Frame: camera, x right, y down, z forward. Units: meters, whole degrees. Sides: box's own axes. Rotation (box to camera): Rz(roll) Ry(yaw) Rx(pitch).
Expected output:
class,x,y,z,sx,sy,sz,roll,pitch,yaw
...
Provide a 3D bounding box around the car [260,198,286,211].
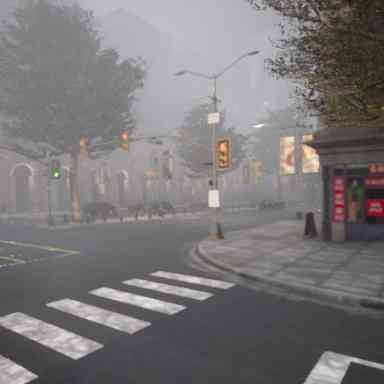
class,x,y,z,sx,sy,sz,roll,pitch,yaw
car,10.735,1.535,44.049,2.097,1.767,4.553,-1,0,36

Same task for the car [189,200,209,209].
class,x,y,z,sx,sy,sz,roll,pitch,yaw
car,1.483,1.911,51.199,1.895,1.301,4.718,-1,0,36

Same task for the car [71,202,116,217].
class,x,y,z,sx,sy,sz,roll,pitch,yaw
car,-10.267,1.816,34.926,1.837,1.490,4.892,-1,0,36

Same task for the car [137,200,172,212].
class,x,y,z,sx,sy,sz,roll,pitch,yaw
car,-4.419,1.836,43.010,1.812,1.442,4.674,-1,0,36

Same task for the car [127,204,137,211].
class,x,y,z,sx,sy,sz,roll,pitch,yaw
car,-6.629,1.940,45.353,1.895,1.301,4.718,-1,0,36
